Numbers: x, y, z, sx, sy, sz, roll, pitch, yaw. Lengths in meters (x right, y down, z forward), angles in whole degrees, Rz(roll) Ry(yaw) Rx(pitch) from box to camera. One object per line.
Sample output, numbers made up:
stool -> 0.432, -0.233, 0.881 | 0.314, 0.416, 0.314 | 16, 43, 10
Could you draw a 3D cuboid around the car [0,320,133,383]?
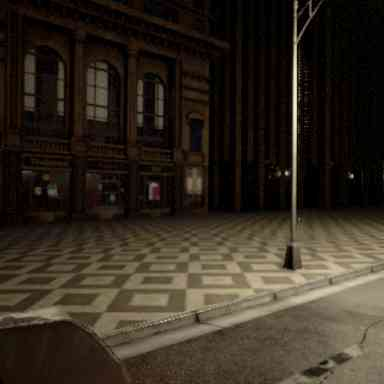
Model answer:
car -> -2.804, 1.550, 1.376 | 5.357, 1.411, 2.033 | 0, 0, -36
